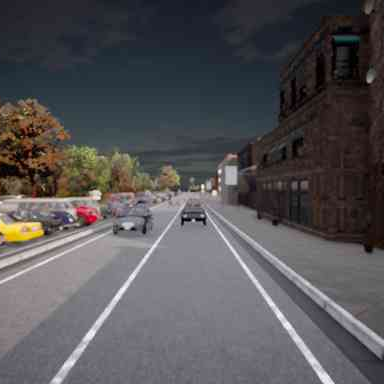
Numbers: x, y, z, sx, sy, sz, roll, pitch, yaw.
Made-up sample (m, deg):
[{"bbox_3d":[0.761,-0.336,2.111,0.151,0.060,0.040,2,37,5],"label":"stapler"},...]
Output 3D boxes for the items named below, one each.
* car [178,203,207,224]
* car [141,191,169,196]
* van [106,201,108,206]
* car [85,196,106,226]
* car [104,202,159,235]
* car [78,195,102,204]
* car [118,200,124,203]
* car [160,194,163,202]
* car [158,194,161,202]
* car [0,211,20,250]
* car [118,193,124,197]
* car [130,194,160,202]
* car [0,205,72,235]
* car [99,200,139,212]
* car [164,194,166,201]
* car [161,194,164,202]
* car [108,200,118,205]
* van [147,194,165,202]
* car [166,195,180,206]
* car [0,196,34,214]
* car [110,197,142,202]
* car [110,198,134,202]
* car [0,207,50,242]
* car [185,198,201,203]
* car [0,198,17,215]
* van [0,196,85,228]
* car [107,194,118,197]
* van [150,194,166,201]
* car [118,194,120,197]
[{"bbox_3d":[0.115,1.744,25.808,1.895,1.301,4.718,0,0,0],"label":"car"},{"bbox_3d":[-9.217,1.501,82.880,5.566,2.045,2.435,0,0,0],"label":"car"},{"bbox_3d":[-9.218,1.446,25.908,4.442,1.987,1.878,0,0,0],"label":"van"},{"bbox_3d":[-9.317,1.406,23.249,5.566,2.045,2.435,0,0,0],"label":"car"},{"bbox_3d":[-3.338,1.605,19.655,2.128,1.511,4.902,0,0,0],"label":"car"},{"bbox_3d":[-21.870,1.586,71.626,4.553,1.767,2.185,0,0,0],"label":"car"},{"bbox_3d":[-9.282,1.732,31.597,4.792,1.488,2.163,0,0,0],"label":"car"},{"bbox_3d":[-9.325,1.752,71.576,4.674,1.452,2.002,0,0,0],"label":"car"},{"bbox_3d":[-9.344,1.742,68.751,4.674,1.452,2.002,0,0,0],"label":"car"},{"bbox_3d":[-9.398,1.596,12.116,4.892,1.521,2.231,0,0,0],"label":"car"},{"bbox_3d":[-21.756,1.519,88.444,5.566,2.045,2.435,0,0,0],"label":"car"},{"bbox_3d":[-9.390,1.722,65.924,4.792,1.488,2.163,0,0,0],"label":"car"},{"bbox_3d":[-9.362,1.627,17.681,4.892,1.521,2.231,0,0,0],"label":"car"},{"bbox_3d":[-9.281,1.802,42.588,4.674,1.452,2.002,-1,0,1],"label":"car"},{"bbox_3d":[-9.279,1.732,77.228,5.008,1.535,2.097,0,0,0],"label":"car"},{"bbox_3d":[-9.489,1.719,74.403,5.366,1.575,1.946,0,0,0],"label":"car"},{"bbox_3d":[-9.316,1.688,28.814,4.892,1.521,2.231,0,0,0],"label":"car"},{"bbox_3d":[-9.343,1.536,85.706,4.442,1.987,1.878,0,0,0],"label":"van"},{"bbox_3d":[-3.248,1.820,61.447,1.812,1.442,4.674,0,0,1],"label":"car"},{"bbox_3d":[-22.385,1.496,40.005,5.566,2.045,2.435,0,0,0],"label":"car"},{"bbox_3d":[-9.091,1.744,39.946,5.366,1.575,1.946,0,0,0],"label":"car"},{"bbox_3d":[-9.318,1.762,37.164,4.792,1.488,2.163,0,0,0],"label":"car"},{"bbox_3d":[-9.565,1.607,14.899,5.366,1.575,1.946,0,0,0],"label":"car"},{"bbox_3d":[0.125,1.573,41.824,2.097,1.767,4.553,0,0,0],"label":"car"},{"bbox_3d":[-22.400,1.606,37.094,4.553,1.767,2.185,0,0,0],"label":"car"},{"bbox_3d":[-9.240,1.416,20.466,4.442,1.987,1.878,0,0,0],"label":"van"},{"bbox_3d":[-21.794,1.780,82.796,4.792,1.488,2.163,0,0,0],"label":"car"},{"bbox_3d":[-9.305,1.552,91.237,4.442,1.987,1.878,0,0,0],"label":"van"},{"bbox_3d":[-21.774,1.790,85.620,4.792,1.488,2.163,0,0,0],"label":"car"}]
